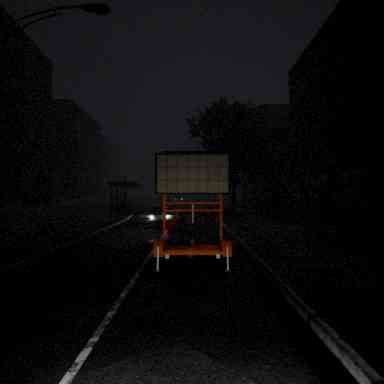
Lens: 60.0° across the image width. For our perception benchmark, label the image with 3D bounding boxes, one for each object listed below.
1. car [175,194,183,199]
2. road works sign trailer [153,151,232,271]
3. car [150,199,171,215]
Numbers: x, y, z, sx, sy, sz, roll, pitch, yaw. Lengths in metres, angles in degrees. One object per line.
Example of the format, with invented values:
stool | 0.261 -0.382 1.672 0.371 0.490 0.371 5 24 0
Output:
car | -3.335 0.853 85.108 1.882 1.535 5.008 0 0 0
road works sign trailer | 0.024 0.470 10.858 2.380 3.560 2.880 0 0 0
car | -3.176 1.453 33.729 1.812 1.442 4.674 0 1 0
